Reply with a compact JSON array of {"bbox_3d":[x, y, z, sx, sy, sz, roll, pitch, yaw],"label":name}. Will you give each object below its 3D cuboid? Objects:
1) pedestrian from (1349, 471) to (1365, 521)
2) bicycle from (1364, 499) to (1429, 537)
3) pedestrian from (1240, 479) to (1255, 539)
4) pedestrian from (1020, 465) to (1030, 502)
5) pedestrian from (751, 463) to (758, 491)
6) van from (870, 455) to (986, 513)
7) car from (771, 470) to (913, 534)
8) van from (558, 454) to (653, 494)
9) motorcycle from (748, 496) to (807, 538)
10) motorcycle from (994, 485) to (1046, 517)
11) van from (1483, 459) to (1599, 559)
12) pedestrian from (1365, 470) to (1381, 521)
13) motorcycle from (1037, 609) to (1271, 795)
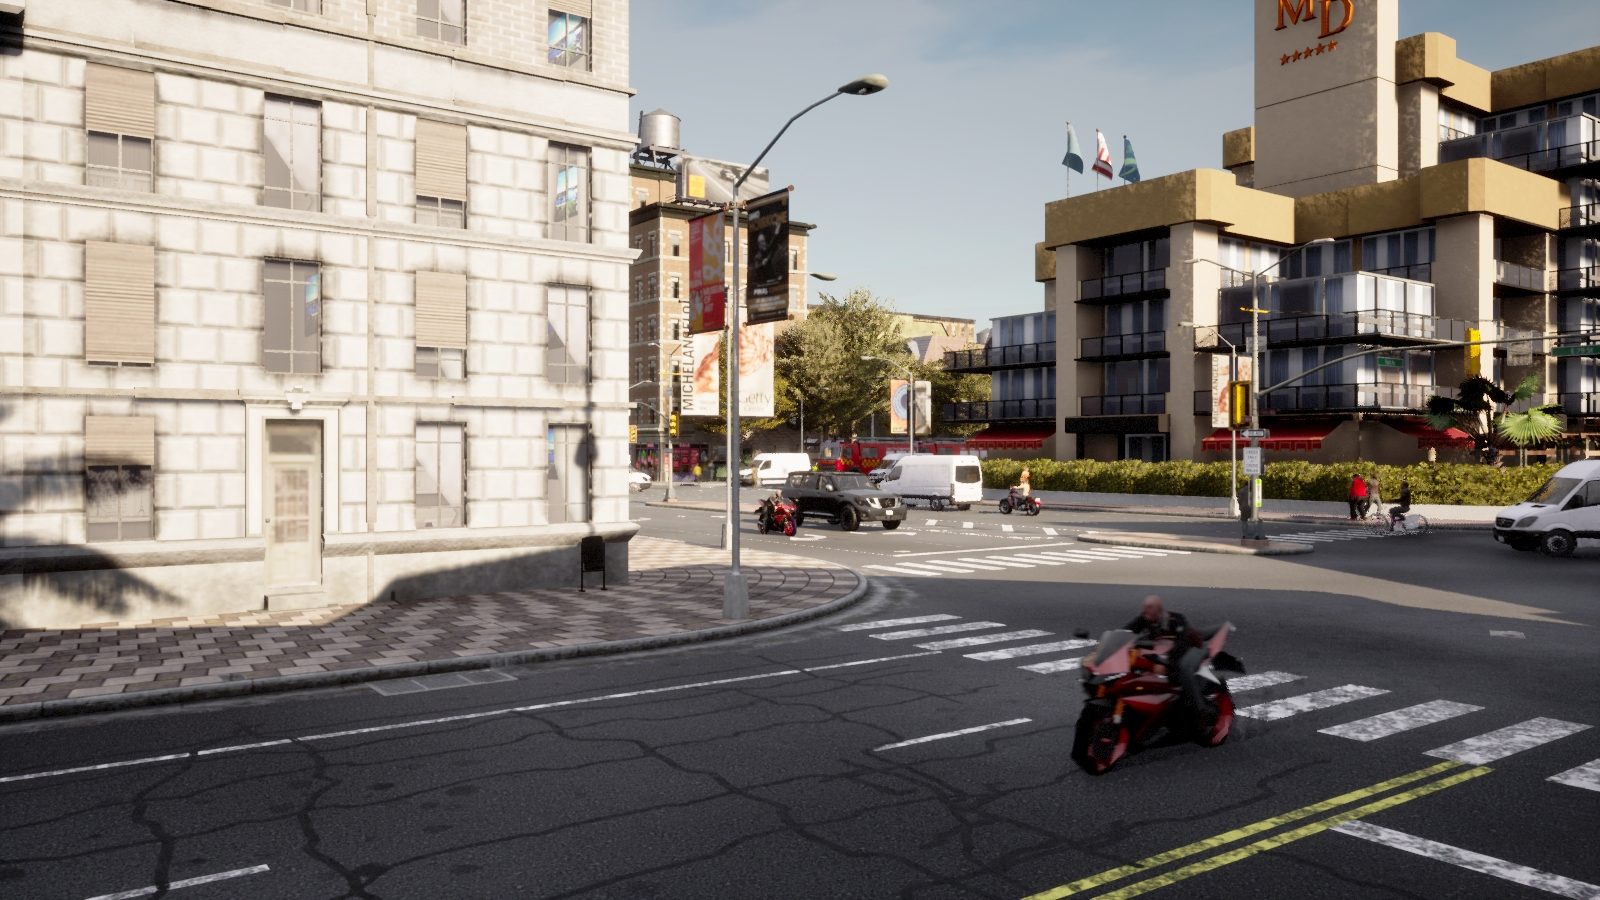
[{"bbox_3d":[20.699,1.696,42.444,0.375,1.860,0.375,0,0,-23],"label":"pedestrian"},{"bbox_3d":[19.407,2.210,37.194,1.835,1.171,0.329,0,0,33],"label":"bicycle"},{"bbox_3d":[14.078,1.848,35.938,0.375,1.860,0.375,0,0,30],"label":"pedestrian"},{"bbox_3d":[11.502,1.697,58.431,0.375,1.860,0.375,0,0,-39],"label":"pedestrian"},{"bbox_3d":[-3.120,1.849,78.539,0.375,1.860,0.375,0,0,-35],"label":"pedestrian"},{"bbox_3d":[5.947,1.534,54.072,1.988,2.561,5.915,0,0,-36],"label":"van"},{"bbox_3d":[1.410,1.779,41.176,2.150,2.045,5.566,0,0,-35],"label":"car"},{"bbox_3d":[-12.629,1.535,74.499,5.915,2.561,1.988,0,0,-1],"label":"van"},{"bbox_3d":[-0.756,2.205,37.717,0.867,1.251,2.209,0,0,-36],"label":"motorcycle"},{"bbox_3d":[9.406,2.170,48.968,0.764,1.277,2.356,0,0,-34],"label":"motorcycle"},{"bbox_3d":[21.821,1.535,30.421,5.915,2.561,1.988,0,0,8],"label":"van"},{"bbox_3d":[21.392,1.696,42.664,0.375,1.860,0.375,0,0,-24],"label":"pedestrian"},{"bbox_3d":[3.236,2.205,10.352,2.209,1.251,0.867,0,0,-35],"label":"motorcycle"}]
